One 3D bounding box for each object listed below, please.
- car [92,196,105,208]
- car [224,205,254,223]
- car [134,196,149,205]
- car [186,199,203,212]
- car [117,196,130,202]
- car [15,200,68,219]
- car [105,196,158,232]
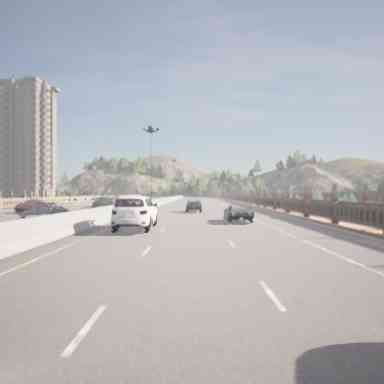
[{"bbox_3d":[-13.614,1.462,50.845,2.097,1.767,4.553,0,0,2],"label":"car"},{"bbox_3d":[3.598,1.659,26.362,1.895,1.301,4.718,0,0,0],"label":"car"},{"bbox_3d":[-9.683,1.617,64.193,1.882,1.535,5.008,0,0,2],"label":"car"},{"bbox_3d":[0.276,1.579,40.117,2.128,1.511,4.902,0,0,1],"label":"car"},{"bbox_3d":[-16.252,1.700,78.824,1.994,1.385,4.181,0,0,2],"label":"car"},{"bbox_3d":[-10.591,1.544,24.108,2.128,1.511,4.902,0,0,0],"label":"car"},{"bbox_3d":[-3.404,1.266,20.383,2.150,2.045,5.566,0,0,0],"label":"car"}]
